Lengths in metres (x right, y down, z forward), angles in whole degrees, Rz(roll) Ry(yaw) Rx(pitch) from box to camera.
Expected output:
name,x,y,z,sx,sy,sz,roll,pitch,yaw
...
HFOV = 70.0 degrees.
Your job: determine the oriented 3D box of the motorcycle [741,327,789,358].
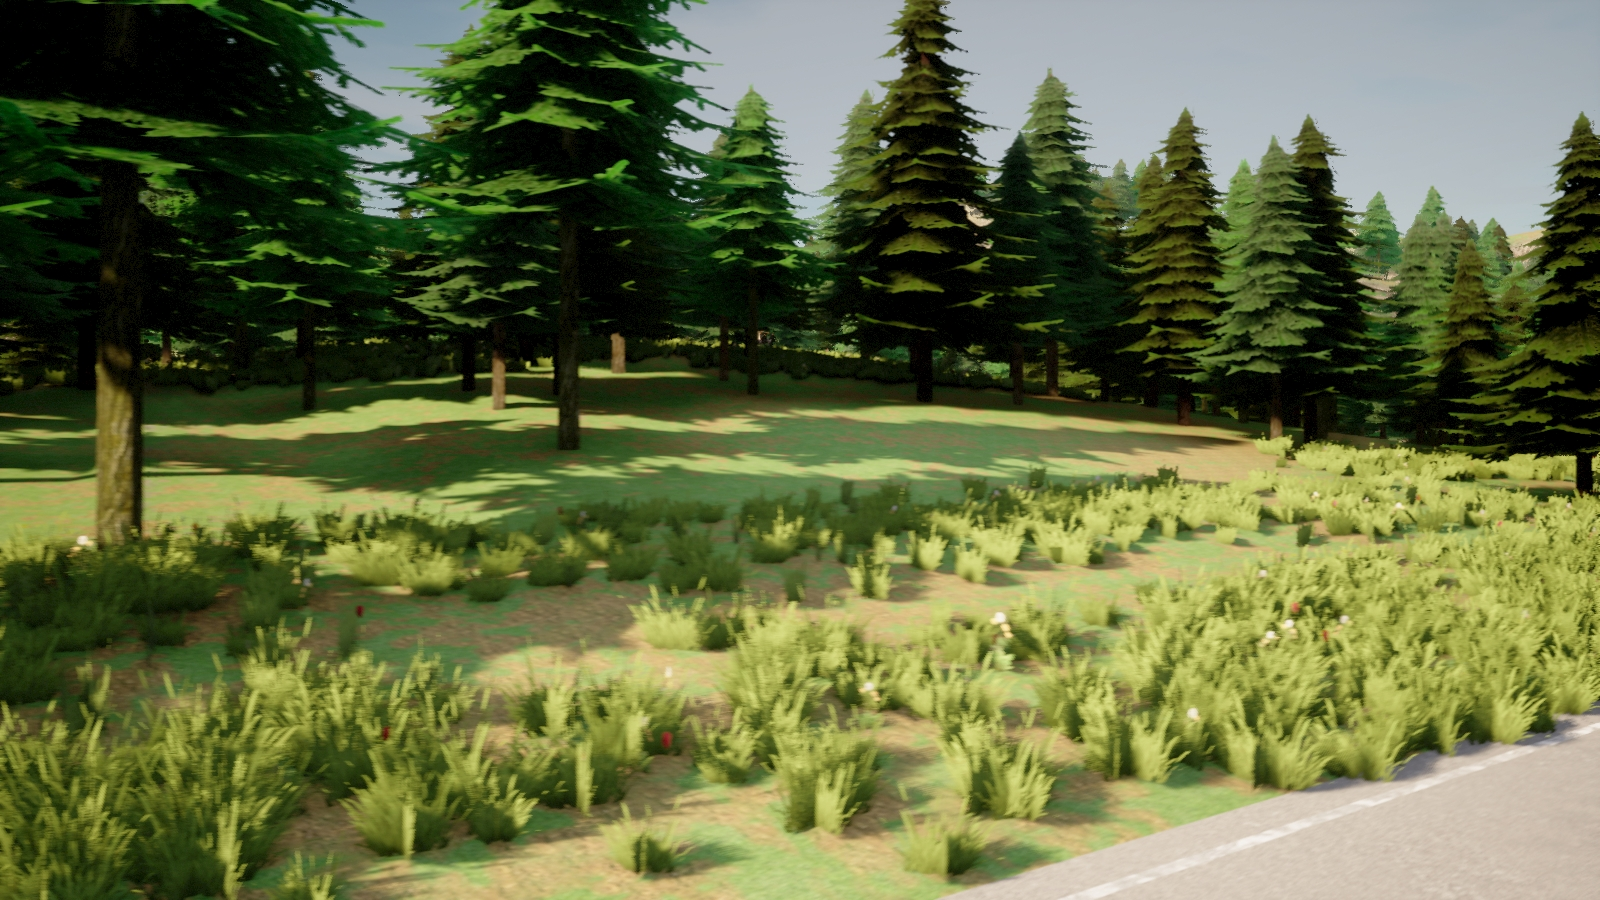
name,x,y,z,sx,sy,sz,roll,pitch,yaw
motorcycle,-1.673,-5.178,55.181,2.356,1.277,0.764,2,-2,-39
